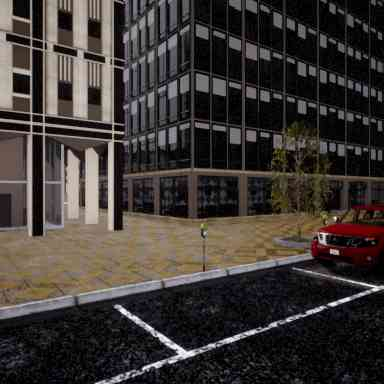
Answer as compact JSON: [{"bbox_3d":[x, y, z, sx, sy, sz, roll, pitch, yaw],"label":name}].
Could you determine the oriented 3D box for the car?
[{"bbox_3d":[5.917,1.314,10.516,5.009,1.841,2.192,0,0,-36],"label":"car"}]
